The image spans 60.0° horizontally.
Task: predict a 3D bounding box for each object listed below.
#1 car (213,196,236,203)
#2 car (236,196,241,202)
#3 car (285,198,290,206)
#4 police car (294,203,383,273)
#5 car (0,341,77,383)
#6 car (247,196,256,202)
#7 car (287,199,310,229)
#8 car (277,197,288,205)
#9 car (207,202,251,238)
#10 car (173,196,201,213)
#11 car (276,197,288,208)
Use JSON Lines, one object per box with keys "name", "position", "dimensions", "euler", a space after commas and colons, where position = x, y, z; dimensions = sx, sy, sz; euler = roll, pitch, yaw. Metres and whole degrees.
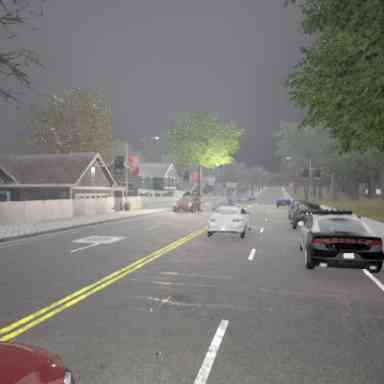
{"name": "car", "position": [3.356, 1.420, 36.418], "dimensions": [1.812, 1.442, 4.674], "euler": [0, 0, 15]}
{"name": "car", "position": [9.716, 1.715, 73.529], "dimensions": [1.812, 1.442, 4.674], "euler": [0, -1, 15]}
{"name": "car", "position": [8.551, 1.400, 26.211], "dimensions": [1.837, 1.490, 4.892], "euler": [0, 0, 15]}
{"name": "police car", "position": [4.570, 1.382, 10.825], "dimensions": [1.930, 1.638, 5.238], "euler": [0, 0, 15]}
{"name": "car", "position": [-2.229, 1.525, 1.017], "dimensions": [1.812, 1.442, 4.674], "euler": [0, 0, 14]}
{"name": "car", "position": [13.592, 1.561, 75.532], "dimensions": [2.033, 1.411, 5.357], "euler": [0, -1, 15]}
{"name": "car", "position": [7.047, 1.416, 20.401], "dimensions": [1.837, 1.490, 4.892], "euler": [0, 0, 15]}
{"name": "car", "position": [17.090, 1.709, 63.104], "dimensions": [1.895, 1.301, 4.718], "euler": [0, -1, 15]}
{"name": "car", "position": [2.009, 1.454, 17.397], "dimensions": [1.812, 1.442, 4.674], "euler": [0, 0, 14]}
{"name": "car", "position": [-0.462, 1.242, 34.592], "dimensions": [2.097, 1.767, 4.553], "euler": [0, 0, 15]}
{"name": "car", "position": [12.860, 1.425, 46.623], "dimensions": [1.882, 1.535, 5.008], "euler": [0, 0, 15]}
